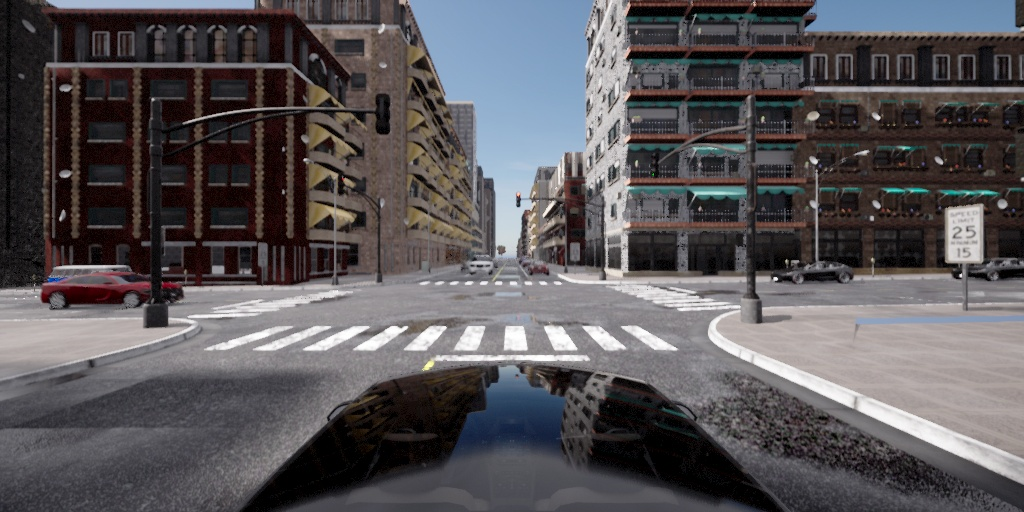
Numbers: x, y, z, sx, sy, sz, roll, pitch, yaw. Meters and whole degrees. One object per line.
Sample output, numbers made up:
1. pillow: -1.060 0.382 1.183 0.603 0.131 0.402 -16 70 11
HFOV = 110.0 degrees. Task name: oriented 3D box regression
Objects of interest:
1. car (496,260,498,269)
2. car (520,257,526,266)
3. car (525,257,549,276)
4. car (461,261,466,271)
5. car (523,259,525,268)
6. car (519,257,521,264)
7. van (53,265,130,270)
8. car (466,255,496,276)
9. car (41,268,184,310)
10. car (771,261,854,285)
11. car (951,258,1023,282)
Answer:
1. car: -3.108 1.179 54.306 2.128 1.511 4.902 0 0 0
2. car: 2.660 1.266 58.436 1.802 1.307 4.207 0 0 0
3. car: 2.672 1.147 36.299 1.967 1.591 4.097 0 0 0
4. car: -5.715 1.245 47.363 2.007 1.370 4.403 0 0 0
5. car: 2.669 1.251 41.833 2.007 1.370 4.403 0 0 0
6. car: 2.658 1.261 63.970 1.802 1.307 4.207 0 0 0
7. van: -25.379 1.471 21.640 3.998 1.789 1.690 0 0 0
8. car: -3.116 0.927 37.311 2.150 2.045 5.566 0 0 0
9. car: -17.490 1.474 15.857 5.008 1.535 1.882 -1 0 0
10. car: 18.258 0.985 21.867 4.313 1.339 1.948 0 0 0
11. car: 29.584 0.803 21.801 4.313 1.339 1.948 0 0 0
